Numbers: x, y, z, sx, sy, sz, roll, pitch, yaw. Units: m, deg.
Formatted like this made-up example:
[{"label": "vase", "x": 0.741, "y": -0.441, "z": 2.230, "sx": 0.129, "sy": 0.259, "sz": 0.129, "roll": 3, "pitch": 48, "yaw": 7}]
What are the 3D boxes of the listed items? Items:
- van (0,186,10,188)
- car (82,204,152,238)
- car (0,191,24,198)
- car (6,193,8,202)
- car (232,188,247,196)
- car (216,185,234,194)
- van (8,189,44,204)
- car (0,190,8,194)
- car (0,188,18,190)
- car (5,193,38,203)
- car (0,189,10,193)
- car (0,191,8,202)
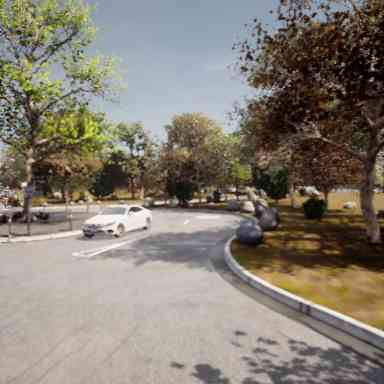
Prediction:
[{"label": "van", "x": -39.978, "y": 0.180, "z": 73.029, "sx": 4.442, "sy": 1.987, "sz": 1.878, "roll": -1, "pitch": 2, "yaw": -34}, {"label": "car", "x": -3.623, "y": 1.375, "z": 17.039, "sx": 1.812, "sy": 1.442, "sz": 4.674, "roll": -2, "pitch": 1, "yaw": 19}, {"label": "car", "x": -38.528, "y": 0.525, "z": 70.670, "sx": 4.674, "sy": 1.452, "sz": 2.002, "roll": -1, "pitch": 2, "yaw": -34}, {"label": "car", "x": -26.079, "y": 1.147, "z": 52.293, "sx": 4.792, "sy": 1.488, "sz": 2.163, "roll": -1, "pitch": 2, "yaw": -34}, {"label": "car", "x": 10.854, "y": 0.190, "z": 70.942, "sx": 1.895, "sy": 1.301, "sz": 4.718, "roll": -1, "pitch": 2, "yaw": -16}, {"label": "car", "x": 8.199, "y": -0.599, "z": 81.753, "sx": 2.150, "sy": 2.045, "sz": 5.566, "roll": -1, "pitch": 2, "yaw": -34}, {"label": "van", "x": -24.647, "y": 0.973, "z": 49.906, "sx": 4.442, "sy": 1.987, "sz": 1.878, "roll": -1, "pitch": 2, "yaw": -34}, {"label": "car", "x": -30.766, "y": 0.880, "z": 59.170, "sx": 4.892, "sy": 1.521, "sz": 2.231, "roll": -1, "pitch": 2, "yaw": -34}, {"label": "car", "x": -33.839, "y": 0.594, "z": 63.786, "sx": 4.553, "sy": 1.767, "sz": 2.185, "roll": -1, "pitch": 2, "yaw": -34}, {"label": "car", "x": -29.185, "y": 0.987, "z": 56.892, "sx": 4.792, "sy": 1.488, "sz": 2.163, "roll": -1, "pitch": 2, "yaw": -34}, {"label": "car", "x": -32.308, "y": 0.799, "z": 61.475, "sx": 5.008, "sy": 1.535, "sz": 2.097, "roll": -1, "pitch": 2, "yaw": -34}, {"label": "car", "x": -27.811, "y": 1.036, "z": 54.472, "sx": 5.366, "sy": 1.575, "sz": 1.946, "roll": -1, "pitch": 2, "yaw": -34}]
